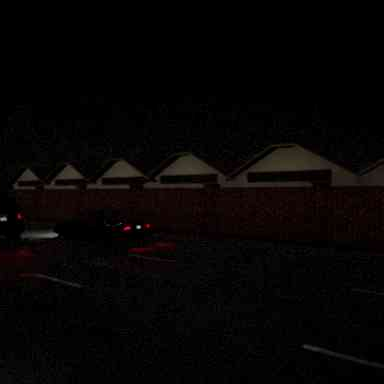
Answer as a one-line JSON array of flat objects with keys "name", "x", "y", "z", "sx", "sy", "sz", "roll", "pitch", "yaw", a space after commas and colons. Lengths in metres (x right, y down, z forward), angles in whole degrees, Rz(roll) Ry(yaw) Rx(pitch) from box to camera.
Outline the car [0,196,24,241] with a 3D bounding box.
[{"name": "car", "x": -10.040, "y": 1.219, "z": 15.452, "sx": 5.566, "sy": 2.045, "sz": 2.150, "roll": 0, "pitch": 0, "yaw": 36}]

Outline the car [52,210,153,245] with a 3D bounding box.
[{"name": "car", "x": -4.319, "y": 1.546, "z": 15.669, "sx": 5.357, "sy": 1.411, "sz": 2.033, "roll": 0, "pitch": 0, "yaw": 36}]
